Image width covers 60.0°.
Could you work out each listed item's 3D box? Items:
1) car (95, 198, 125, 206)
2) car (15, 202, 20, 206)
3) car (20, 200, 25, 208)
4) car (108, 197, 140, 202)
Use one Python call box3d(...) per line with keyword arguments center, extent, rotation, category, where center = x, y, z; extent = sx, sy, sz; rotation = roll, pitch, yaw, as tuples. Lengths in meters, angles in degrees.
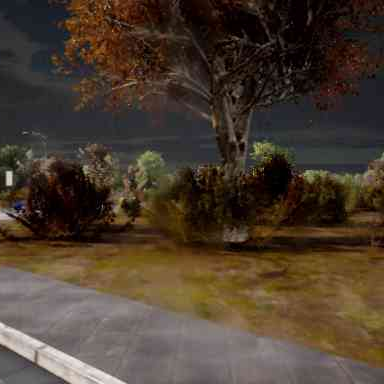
box3d(center=(-13.555, 1.620, 55.132), extent=(1.895, 1.301, 4.718), rotation=(0, 0, 34), category="car")
box3d(center=(-21.114, 1.497, 43.695), extent=(1.882, 1.535, 5.008), rotation=(0, 0, 33), category="car")
box3d(center=(-18.445, 1.584, 41.377), extent=(1.994, 1.385, 4.181), rotation=(0, 0, 34), category="car")
box3d(center=(-10.574, 1.498, 53.291), extent=(1.882, 1.535, 5.008), rotation=(0, 0, 34), category="car")
